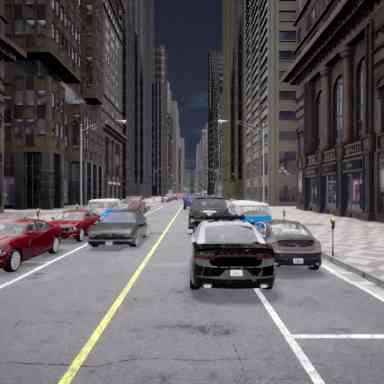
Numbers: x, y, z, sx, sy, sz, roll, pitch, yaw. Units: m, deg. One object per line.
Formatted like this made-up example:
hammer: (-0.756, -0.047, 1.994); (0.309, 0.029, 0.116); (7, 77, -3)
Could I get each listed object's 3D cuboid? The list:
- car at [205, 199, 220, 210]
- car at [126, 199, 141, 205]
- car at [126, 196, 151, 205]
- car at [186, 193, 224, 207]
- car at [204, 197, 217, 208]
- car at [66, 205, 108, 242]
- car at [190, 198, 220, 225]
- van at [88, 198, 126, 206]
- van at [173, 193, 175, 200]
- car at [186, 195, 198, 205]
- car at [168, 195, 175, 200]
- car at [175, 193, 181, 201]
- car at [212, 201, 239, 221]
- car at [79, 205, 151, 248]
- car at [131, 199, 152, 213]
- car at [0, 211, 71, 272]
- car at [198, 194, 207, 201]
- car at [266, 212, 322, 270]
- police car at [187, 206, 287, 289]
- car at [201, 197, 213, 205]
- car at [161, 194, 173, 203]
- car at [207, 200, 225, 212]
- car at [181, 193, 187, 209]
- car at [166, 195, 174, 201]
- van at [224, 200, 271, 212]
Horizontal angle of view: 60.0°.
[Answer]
car: (2.722, 1.593, 44.507); (1.802, 1.307, 4.206); (0, 0, 0)
car: (-5.788, 1.557, 27.631); (2.008, 1.369, 4.403); (0, 0, 0)
car: (-5.793, 1.323, 33.249); (2.192, 1.841, 5.009); (0, 0, 0)
car: (0.883, 1.228, 19.190); (2.150, 2.045, 5.566); (0, 0, 0)
car: (2.716, 1.540, 50.296); (1.752, 1.417, 4.829); (0, 0, 0)
car: (-5.777, 1.547, 16.394); (1.887, 1.381, 4.507); (0, 0, 0)
car: (0.876, 1.356, 25.130); (2.097, 1.767, 4.553); (0, 0, 0)
van: (-5.782, 1.345, 22.013); (1.690, 1.788, 3.998); (0, 0, 0)
van: (-5.840, 1.384, 83.815); (1.690, 1.788, 3.998); (0, 0, 0)
car: (-0.054, 1.373, 58.802); (2.097, 1.767, 4.553); (0, 0, 0)
car: (-5.850, 1.619, 95.052); (1.947, 1.339, 4.313); (0, 0, 0)
car: (-3.079, 1.266, 85.503); (2.150, 2.045, 5.566); (0, 0, 0)
car: (2.737, 1.532, 27.821); (1.752, 1.417, 4.829); (0, 0, 0)
car: (-3.111, 1.550, 15.124); (2.033, 1.411, 5.357); (0, 0, 0)
car: (-5.798, 1.535, 38.698); (1.752, 1.417, 4.829); (0, 0, 0)
car: (-5.772, 1.546, 10.776); (1.887, 1.381, 4.507); (0, 0, 0)
car: (2.685, 1.358, 83.839); (2.192, 1.841, 5.009); (0, 0, 0)
car: (2.753, 1.552, 10.794); (2.008, 1.369, 4.403); (0, 0, 0)
police car: (0.892, 1.426, 9.270); (1.930, 1.638, 5.238); (0, 0, 0)
car: (2.706, 1.589, 61.364); (1.947, 1.339, 4.313); (0, 0, 0)
car: (-5.829, 1.615, 72.578); (1.802, 1.307, 4.206); (0, 0, 0)
car: (2.727, 1.591, 38.889); (1.802, 1.307, 4.206); (0, 0, 0)
car: (-0.031, 1.233, 44.474); (2.150, 2.045, 5.566); (0, 0, 0)
car: (-5.845, 1.592, 89.433); (1.887, 1.381, 4.507); (0, 0, 0)
van: (2.748, 1.344, 16.413); (1.690, 1.788, 3.998); (0, 0, 0)
